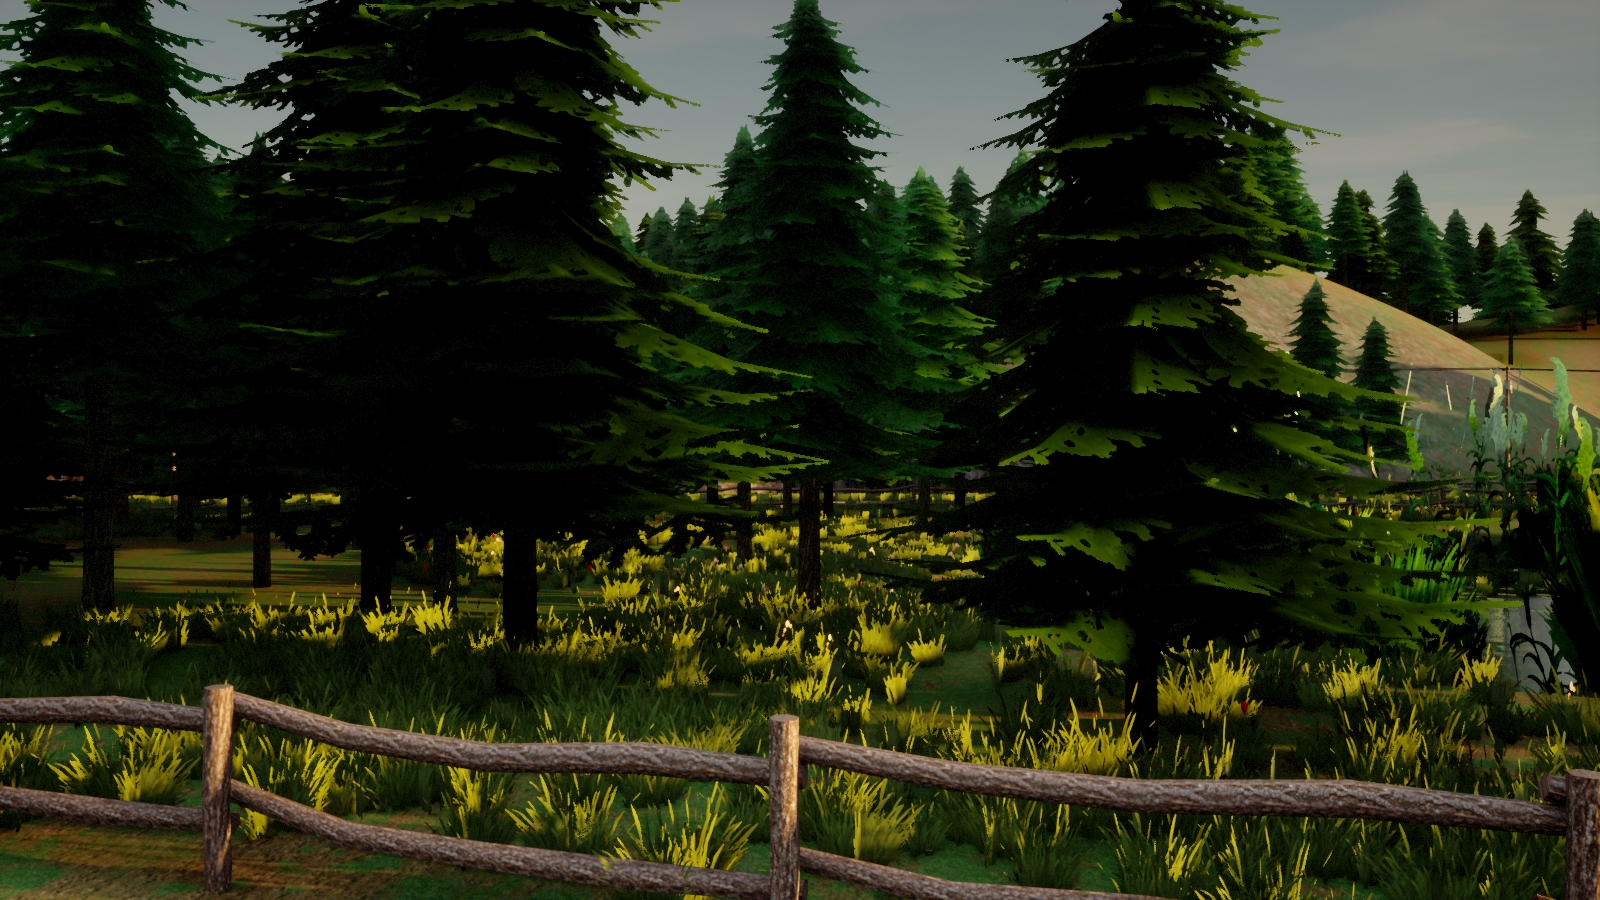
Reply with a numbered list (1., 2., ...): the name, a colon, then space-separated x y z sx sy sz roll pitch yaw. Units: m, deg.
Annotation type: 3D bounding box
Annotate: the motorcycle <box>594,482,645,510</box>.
1. motorcycle: -8.531 2.178 54.107 2.209 1.251 0.867 0 0 14
